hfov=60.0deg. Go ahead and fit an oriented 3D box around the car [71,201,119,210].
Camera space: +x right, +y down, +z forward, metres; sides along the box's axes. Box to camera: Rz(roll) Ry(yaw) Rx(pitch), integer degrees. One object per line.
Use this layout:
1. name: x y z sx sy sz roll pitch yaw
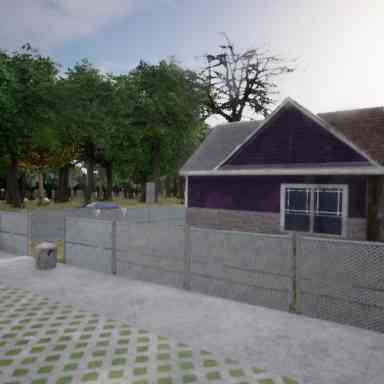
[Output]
1. car: -8.435 1.524 29.082 1.812 1.442 4.674 2 1 36
